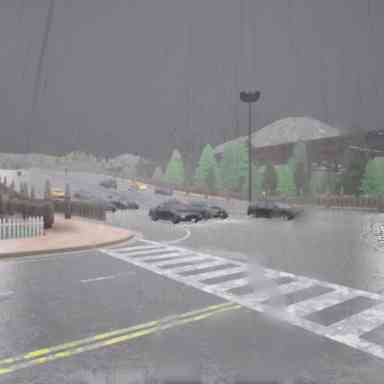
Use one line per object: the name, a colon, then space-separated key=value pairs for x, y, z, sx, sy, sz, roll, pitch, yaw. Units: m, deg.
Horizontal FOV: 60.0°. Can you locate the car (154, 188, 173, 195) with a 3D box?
car: x=-5.687 y=-0.136 z=65.844 sx=2.128 sy=1.511 sz=4.902 roll=0 pitch=7 yaw=-37

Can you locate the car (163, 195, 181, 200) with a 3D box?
car: x=-1.374 y=1.456 z=36.550 sx=1.882 sy=1.535 sz=5.008 roll=0 pitch=0 yaw=-37

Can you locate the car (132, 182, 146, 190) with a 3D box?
car: x=-11.951 y=-1.435 z=74.017 sx=1.882 sy=1.535 sz=5.008 roll=0 pitch=7 yaw=-37

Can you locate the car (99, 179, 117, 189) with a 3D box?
car: x=-17.649 y=-1.714 z=69.988 sx=2.150 sy=2.045 sz=5.566 roll=0 pitch=7 yaw=-37

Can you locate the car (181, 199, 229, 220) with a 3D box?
car: x=1.094 y=1.557 z=27.508 sx=1.994 sy=1.385 sz=4.181 roll=0 pitch=0 yaw=-37

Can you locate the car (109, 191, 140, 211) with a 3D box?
car: x=-8.101 y=1.202 z=39.629 sx=2.097 sy=1.767 sz=4.553 roll=0 pitch=2 yaw=-37

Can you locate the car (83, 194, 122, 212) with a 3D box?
car: x=-9.832 y=1.409 z=36.118 sx=1.837 sy=1.490 sz=4.892 roll=0 pitch=2 yaw=-37

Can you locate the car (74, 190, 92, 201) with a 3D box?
car: x=-16.540 y=0.442 z=50.864 sx=2.128 sy=1.511 sz=4.902 roll=0 pitch=6 yaw=-37

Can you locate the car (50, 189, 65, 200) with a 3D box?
car: x=-20.075 y=0.312 z=49.755 sx=1.882 sy=1.535 sz=5.008 roll=0 pitch=5 yaw=-37

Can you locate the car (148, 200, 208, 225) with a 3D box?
car: x=-1.395 y=1.543 z=24.714 sx=2.033 sy=1.411 sz=5.357 roll=0 pitch=0 yaw=-34

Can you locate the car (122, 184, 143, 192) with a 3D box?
car: x=-11.529 y=-0.071 z=61.964 sx=1.895 sy=1.301 sz=4.718 roll=0 pitch=7 yaw=-37

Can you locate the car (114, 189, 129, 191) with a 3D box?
car: x=-10.852 y=0.863 z=49.106 sx=1.837 sy=1.490 sz=4.892 roll=0 pitch=4 yaw=-37

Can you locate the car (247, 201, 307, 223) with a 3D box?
car: x=6.564 y=1.471 z=26.094 sx=1.882 sy=1.535 sz=5.008 roll=0 pitch=0 yaw=-37
